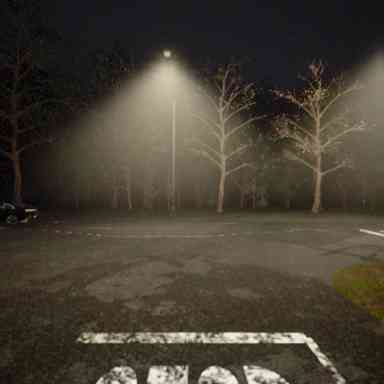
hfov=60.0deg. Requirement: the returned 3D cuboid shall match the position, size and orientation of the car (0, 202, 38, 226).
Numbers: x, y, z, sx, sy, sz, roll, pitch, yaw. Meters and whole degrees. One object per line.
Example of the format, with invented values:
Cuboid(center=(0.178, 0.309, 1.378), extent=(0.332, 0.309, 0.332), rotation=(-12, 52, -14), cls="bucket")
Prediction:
Cuboid(center=(-12.740, 1.384, 21.912), extent=(4.902, 1.511, 2.128), rotation=(0, 0, 1), cls="car")
